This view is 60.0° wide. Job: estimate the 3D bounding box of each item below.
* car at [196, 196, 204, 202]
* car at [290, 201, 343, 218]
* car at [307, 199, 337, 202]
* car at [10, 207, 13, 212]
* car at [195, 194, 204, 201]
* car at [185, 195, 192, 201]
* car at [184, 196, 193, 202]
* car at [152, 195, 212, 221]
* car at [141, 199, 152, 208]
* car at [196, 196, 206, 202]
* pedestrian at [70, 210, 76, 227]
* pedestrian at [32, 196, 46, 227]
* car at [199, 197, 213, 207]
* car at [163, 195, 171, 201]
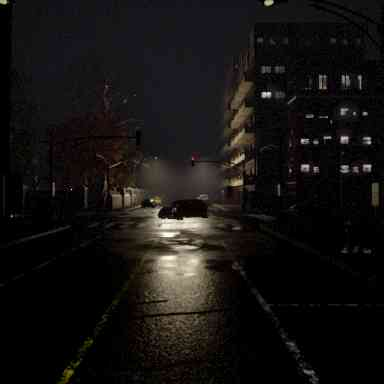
[{"bbox_3d":[1.906,1.642,81.374,1.887,1.381,4.507,0,0,-1],"label":"car"},{"bbox_3d":[12.146,1.875,32.693,4.718,1.301,1.895,1,0,-2],"label":"car"},{"bbox_3d":[13.126,1.619,35.377,5.009,1.841,2.192,1,-1,-1],"label":"car"},{"bbox_3d":[-18.579,1.256,28.958,5.357,1.411,2.033,1,0,-1],"label":"car"},{"bbox_3d":[1.853,1.425,87.004,2.192,1.841,5.009,0,0,-1],"label":"car"},{"bbox_3d":[-0.837,1.486,86.701,1.837,1.490,4.892,0,0,-1],"label":"car"},{"bbox_3d":[-0.737,1.624,76.283,2.033,1.411,5.357,0,0,-1],"label":"car"},{"bbox_3d":[-0.688,1.362,27.252,2.097,1.767,4.553,0,0,42],"label":"car"},{"bbox_3d":[-6.146,1.601,47.513,1.947,1.339,4.313,0,0,-1],"label":"car"},{"bbox_3d":[1.960,1.635,75.744,2.008,1.369,4.403,0,0,-1],"label":"car"},{"bbox_3d":[-7.501,1.681,21.167,0.500,1.100,0.500,0,0,-1],"label":"pedestrian"},{"bbox_3d":[-9.175,1.151,19.955,0.375,1.860,0.375,0,0,-1],"label":"pedestrian"},{"bbox_3d":[2.179,1.588,53.224,1.887,1.381,4.507,0,0,-1],"label":"car"},{"bbox_3d":[-6.528,1.550,86.923,1.967,1.590,4.097,0,0,-1],"label":"car"}]
